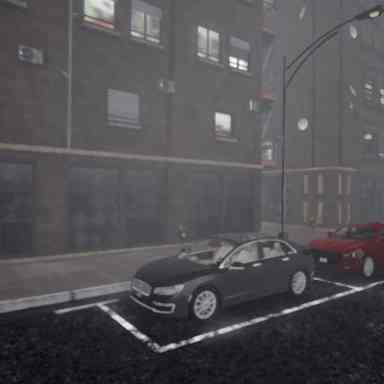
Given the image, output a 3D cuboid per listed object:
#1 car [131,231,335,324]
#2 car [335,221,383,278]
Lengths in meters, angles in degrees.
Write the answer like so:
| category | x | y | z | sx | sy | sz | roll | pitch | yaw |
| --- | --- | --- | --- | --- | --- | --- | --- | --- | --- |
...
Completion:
| category | x | y | z | sx | sy | sz | roll | pitch | yaw |
| --- | --- | --- | --- | --- | --- | --- | --- | --- | --- |
| car | 0.849 | 1.596 | 7.163 | 4.403 | 1.369 | 2.008 | 1 | 0 | -35 |
| car | 5.438 | 1.643 | 10.435 | 4.507 | 1.381 | 1.887 | 1 | 0 | -35 |
